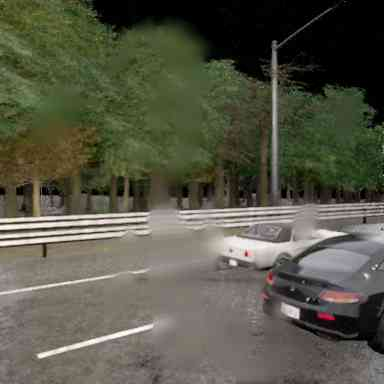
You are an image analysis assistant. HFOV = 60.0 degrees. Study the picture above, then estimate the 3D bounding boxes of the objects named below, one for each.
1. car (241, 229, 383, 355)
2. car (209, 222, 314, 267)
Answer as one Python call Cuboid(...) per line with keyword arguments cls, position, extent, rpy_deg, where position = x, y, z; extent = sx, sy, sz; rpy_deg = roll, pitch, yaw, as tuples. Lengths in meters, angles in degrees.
Cuboid(cls="car", position=(3.279, 1.494, 5.969), extent=(4.674, 1.442, 1.812), rpy_deg=(0, 0, -35))
Cuboid(cls="car", position=(2.918, 1.557, 9.972), extent=(4.718, 1.301, 1.895), rpy_deg=(0, 0, -34))
